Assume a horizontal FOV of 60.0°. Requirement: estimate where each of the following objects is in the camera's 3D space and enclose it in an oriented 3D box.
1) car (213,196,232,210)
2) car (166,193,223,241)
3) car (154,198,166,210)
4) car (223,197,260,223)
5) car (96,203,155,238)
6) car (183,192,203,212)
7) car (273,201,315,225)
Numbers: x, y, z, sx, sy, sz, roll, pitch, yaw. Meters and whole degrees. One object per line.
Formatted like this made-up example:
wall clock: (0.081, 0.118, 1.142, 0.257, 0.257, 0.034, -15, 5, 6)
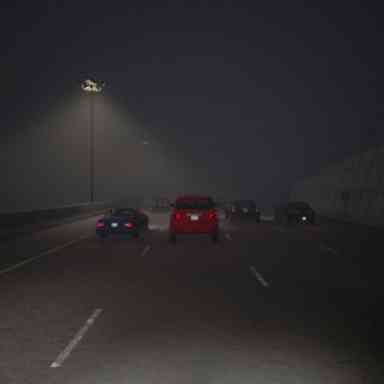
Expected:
car: (3.615, 1.319, 40.587, 1.882, 1.535, 5.008, 0, 1, 0)
car: (0.105, 1.157, 16.457, 2.150, 2.045, 5.566, 0, 0, 0)
car: (-3.386, 1.400, 37.716, 2.033, 1.411, 5.357, 0, 0, 0)
car: (3.608, 1.257, 24.534, 2.097, 1.767, 4.553, 0, 0, 0)
car: (-3.394, 1.480, 17.089, 2.033, 1.411, 5.357, 0, 0, 0)
car: (0.114, 1.074, 37.680, 2.150, 2.045, 5.566, 0, 0, 0)
car: (7.109, 1.413, 23.501, 1.837, 1.490, 4.892, 0, 0, 0)
